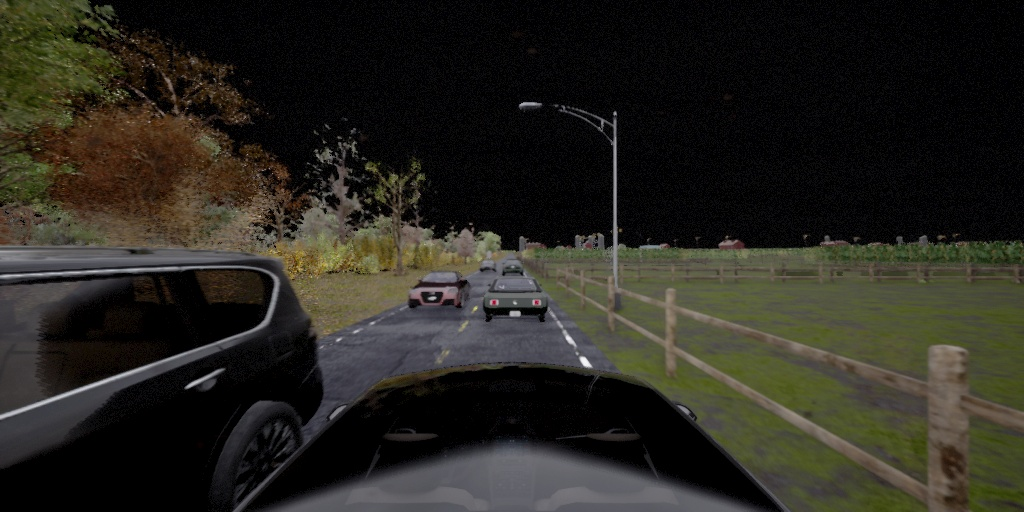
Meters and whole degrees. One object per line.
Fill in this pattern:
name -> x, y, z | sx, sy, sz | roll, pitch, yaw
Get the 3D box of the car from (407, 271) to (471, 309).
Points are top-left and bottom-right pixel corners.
car -> -2.829, 1.307, 14.723 | 1.994, 1.385, 4.181 | 0, 0, 0

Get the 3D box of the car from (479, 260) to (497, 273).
car -> -2.808, 1.208, 43.153 | 1.837, 1.490, 4.892 | 0, 0, 1

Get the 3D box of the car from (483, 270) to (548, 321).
car -> 0.098, 1.347, 12.380 | 1.895, 1.301, 4.718 | 0, 0, 0

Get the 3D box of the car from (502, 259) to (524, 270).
car -> 0.089, 1.065, 36.553 | 2.097, 1.767, 4.553 | 0, 0, 0

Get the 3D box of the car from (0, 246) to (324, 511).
car -> -2.850, 0.969, 1.114 | 2.150, 2.045, 5.566 | 0, 0, 0
